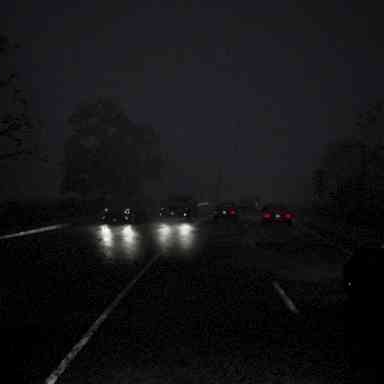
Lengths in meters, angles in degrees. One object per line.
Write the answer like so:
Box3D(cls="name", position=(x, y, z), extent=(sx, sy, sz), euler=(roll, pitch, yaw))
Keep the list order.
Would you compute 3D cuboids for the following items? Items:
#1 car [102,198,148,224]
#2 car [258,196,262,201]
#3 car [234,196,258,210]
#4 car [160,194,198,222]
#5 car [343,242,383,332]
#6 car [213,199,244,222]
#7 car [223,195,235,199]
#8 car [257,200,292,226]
Box3D(cls="car", position=(-4.807, 1.305, 24.511), extent=(2.097, 1.767, 4.553), euler=(0, 0, 10))
Box3D(cls="car", position=(12.444, 1.464, 65.978), extent=(2.128, 1.511, 4.902), euler=(0, 0, 27))
Box3D(cls="car", position=(6.955, 1.527, 42.579), extent=(1.994, 1.385, 4.181), euler=(0, 0, 17))
Box3D(cls="car", position=(-0.904, 1.182, 26.633), extent=(2.150, 2.045, 5.566), euler=(0, 0, 11))
Box3D(cls="car", position=(3.748, 1.224, 3.649), extent=(2.150, 2.045, 5.566), euler=(0, 0, 2))
Box3D(cls="car", position=(2.823, 1.520, 26.471), extent=(2.033, 1.411, 5.357), euler=(0, 0, 11))
Box3D(cls="car", position=(7.267, 1.400, 63.275), extent=(1.882, 1.535, 5.008), euler=(0, 0, 25))
Box3D(cls="car", position=(5.755, 1.533, 23.114), extent=(2.033, 1.411, 5.357), euler=(0, 0, 10))
